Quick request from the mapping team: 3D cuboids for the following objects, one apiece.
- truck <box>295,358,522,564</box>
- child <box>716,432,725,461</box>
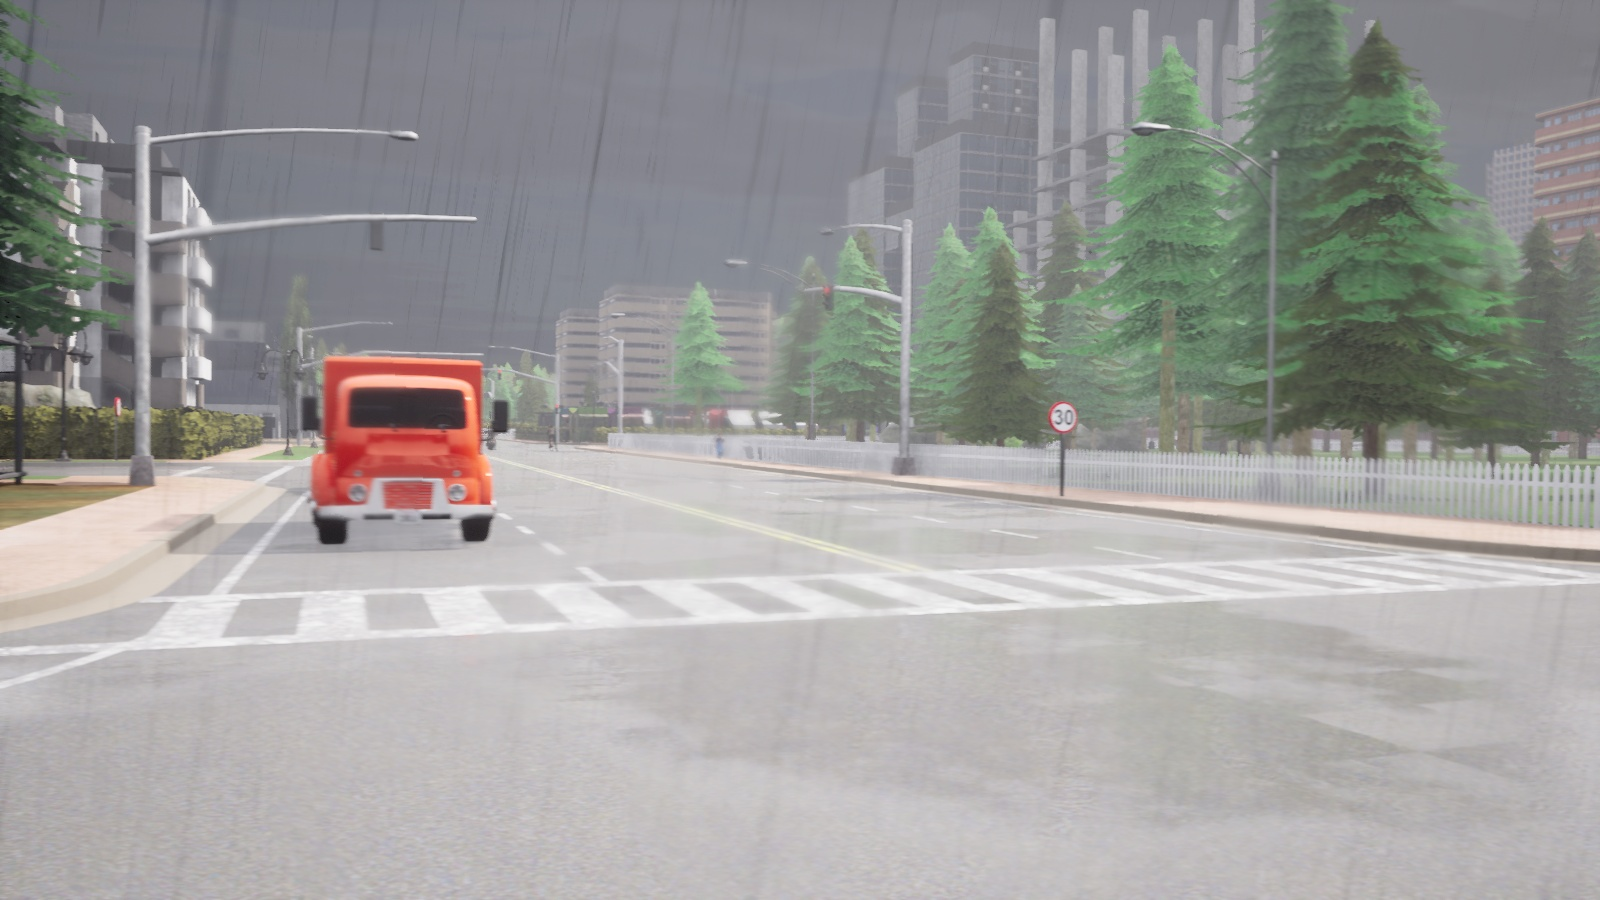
[{"bbox_3d":[-5.618,0.080,17.899,2.627,2.467,5.204,-1,1,-19],"label":"truck"},{"bbox_3d":[-3.567,-0.154,56.485,0.270,1.263,0.437,-1,1,-19],"label":"child"}]
